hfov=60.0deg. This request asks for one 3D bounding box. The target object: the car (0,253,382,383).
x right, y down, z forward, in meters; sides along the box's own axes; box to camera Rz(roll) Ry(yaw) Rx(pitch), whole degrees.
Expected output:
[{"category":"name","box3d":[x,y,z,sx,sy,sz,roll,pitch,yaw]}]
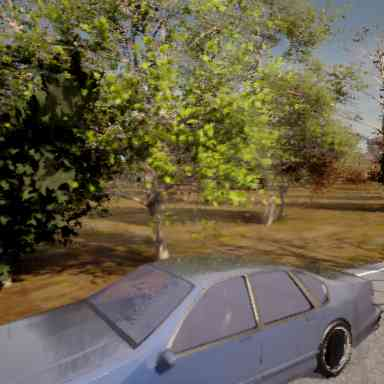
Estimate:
[{"category":"car","box3d":[0.137,1.528,3.972,5.357,1.411,2.033,0,0,-34]}]
